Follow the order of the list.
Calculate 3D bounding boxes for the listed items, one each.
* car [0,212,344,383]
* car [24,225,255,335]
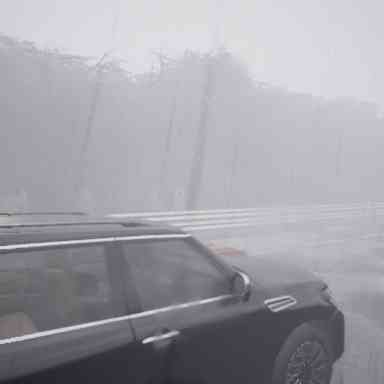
[{"bbox_3d":[-0.903,1.219,3.105,5.566,2.045,2.150,0,0,-35],"label":"car"},{"bbox_3d":[-0.947,1.594,7.377,4.718,1.301,1.895,0,0,-36],"label":"car"}]
